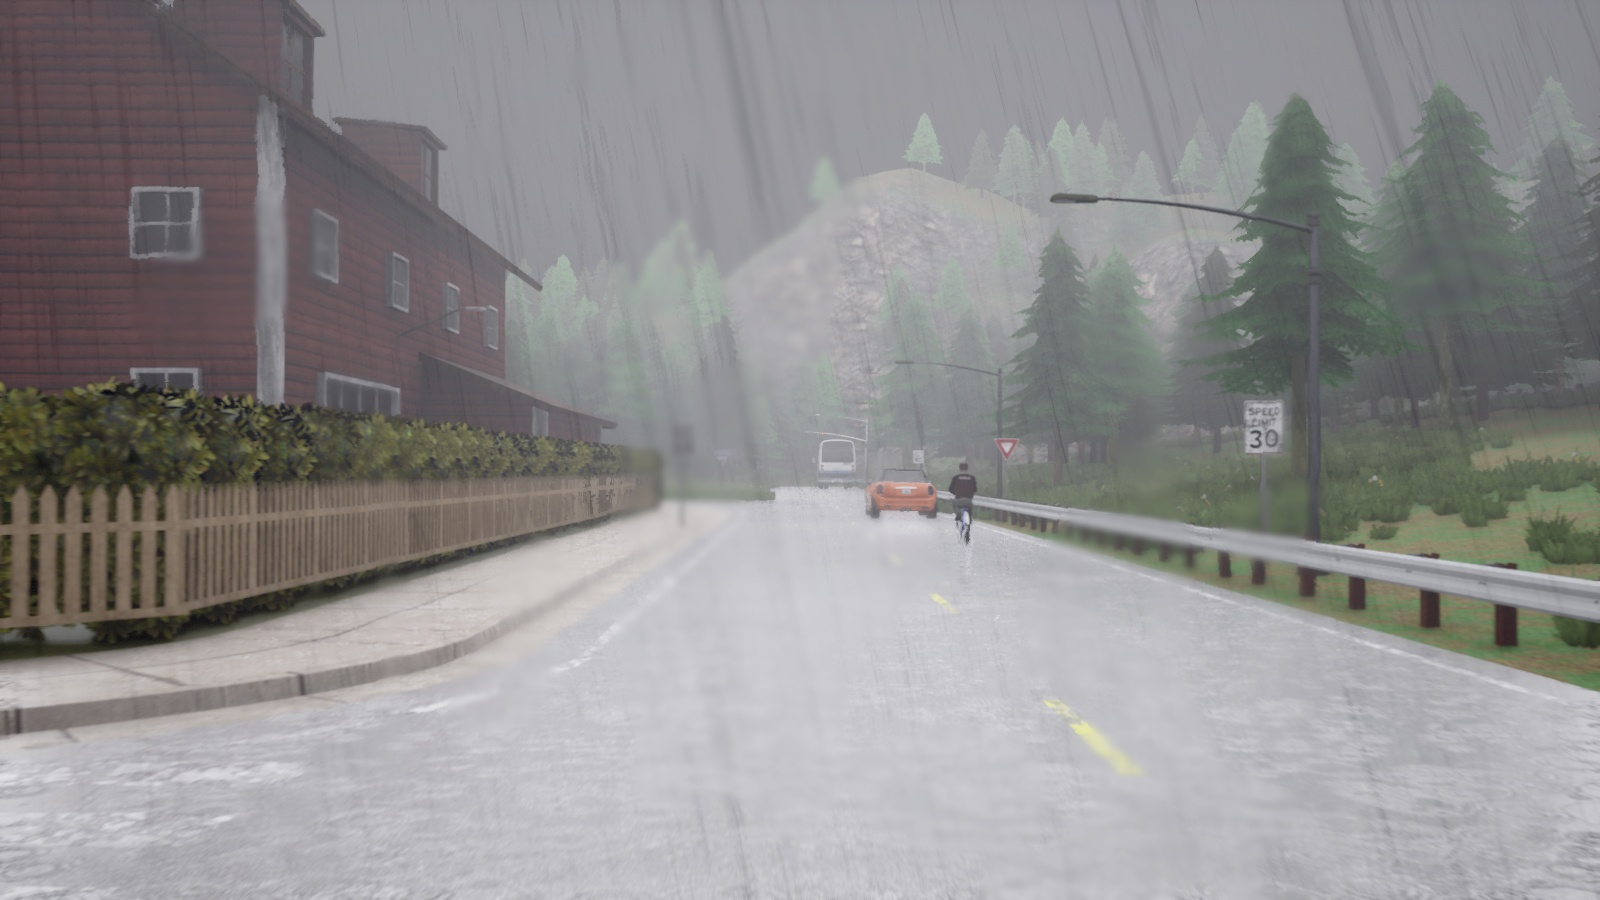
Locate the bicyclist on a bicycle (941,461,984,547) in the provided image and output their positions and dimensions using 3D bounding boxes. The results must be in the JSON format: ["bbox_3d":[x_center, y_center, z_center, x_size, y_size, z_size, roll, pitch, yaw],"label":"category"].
[{"bbox_3d":[3.435,1.118,26.671,0.659,1.776,1.843,0,-1,0],"label":"bicyclist on a bicycle"}]

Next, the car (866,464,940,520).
[{"bbox_3d":[3.396,1.368,42.304,2.097,1.767,4.553,0,-1,0],"label":"car"}]
